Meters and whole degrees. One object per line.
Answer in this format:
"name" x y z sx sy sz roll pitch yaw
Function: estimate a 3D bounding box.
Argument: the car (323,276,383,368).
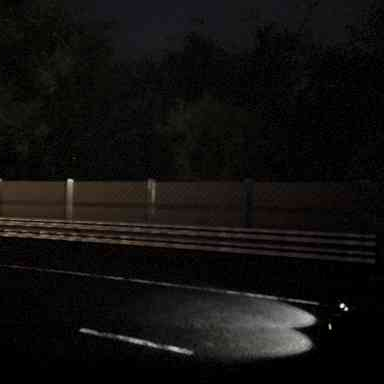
"car" 4.226 1.809 5.018 4.181 1.385 1.994 1 -2 23
